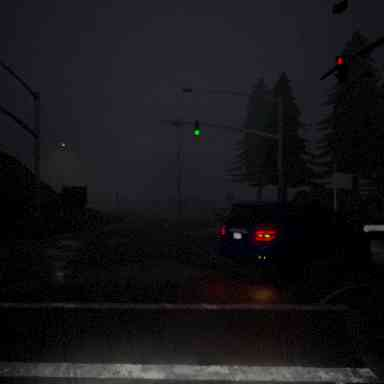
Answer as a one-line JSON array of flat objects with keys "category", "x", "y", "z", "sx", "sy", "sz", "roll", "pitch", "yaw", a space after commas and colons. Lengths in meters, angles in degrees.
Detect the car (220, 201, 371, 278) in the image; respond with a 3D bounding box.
[{"category": "car", "x": 3.446, "y": 1.337, "z": 10.703, "sx": 5.566, "sy": 2.045, "sz": 2.150, "roll": 1, "pitch": 0, "yaw": -36}]
